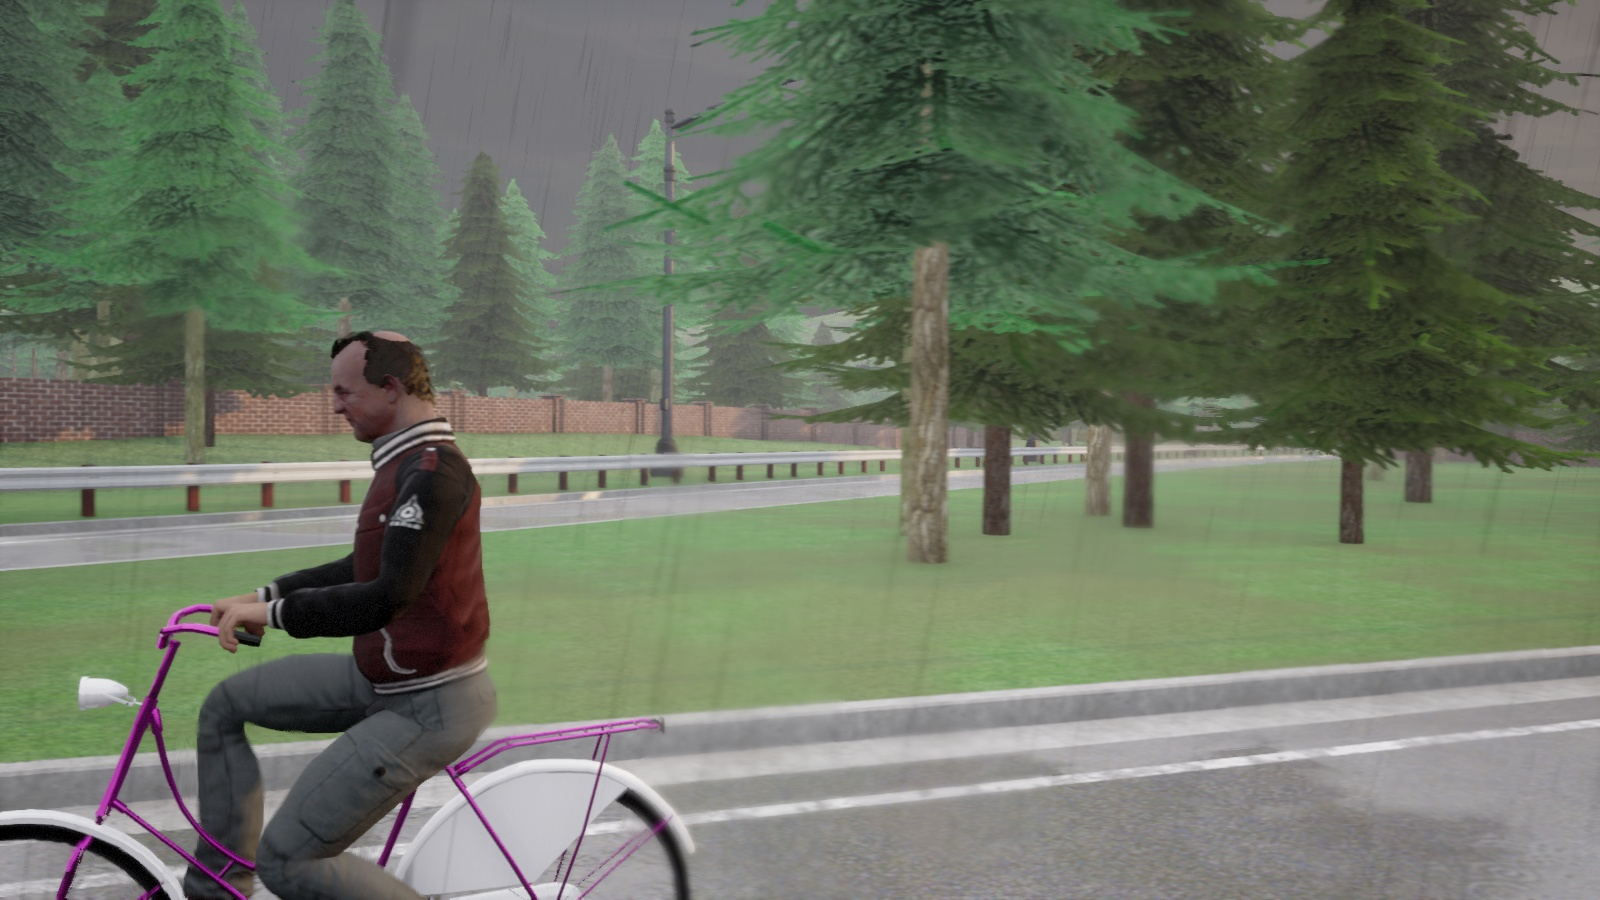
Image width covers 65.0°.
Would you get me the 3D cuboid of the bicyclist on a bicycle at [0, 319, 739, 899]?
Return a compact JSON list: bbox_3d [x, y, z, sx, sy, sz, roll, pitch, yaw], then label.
[{"bbox_3d":[-1.121,0.635,2.810,1.843,1.776,0.659,-1,1,-21],"label":"bicyclist on a bicycle"}]
